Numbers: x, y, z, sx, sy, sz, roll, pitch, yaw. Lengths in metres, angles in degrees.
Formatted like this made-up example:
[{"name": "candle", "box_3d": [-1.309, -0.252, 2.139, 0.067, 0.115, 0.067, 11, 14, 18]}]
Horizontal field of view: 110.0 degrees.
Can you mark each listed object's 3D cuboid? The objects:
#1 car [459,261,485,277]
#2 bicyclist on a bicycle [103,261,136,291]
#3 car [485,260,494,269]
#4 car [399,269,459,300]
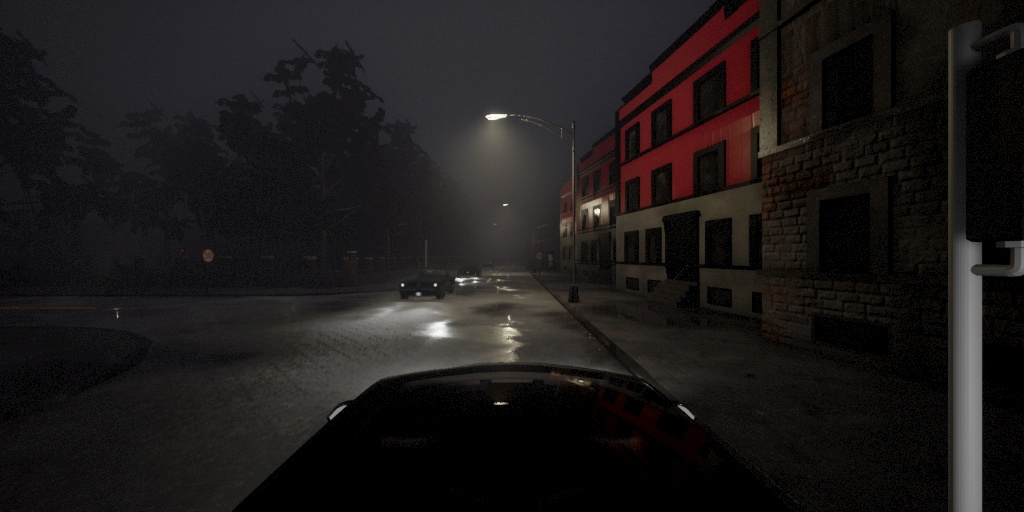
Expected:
[{"name": "car", "box_3d": [-4.024, 1.314, 34.662, 1.994, 1.385, 4.181, 0, 0, 0]}, {"name": "bicyclist on a bicycle", "box_3d": [-21.808, 1.099, 19.947, 0.582, 1.620, 1.656, 0, 0, 0]}, {"name": "car", "box_3d": [-3.914, 1.297, 58.626, 2.033, 1.411, 5.357, 0, 0, 1]}, {"name": "car", "box_3d": [-4.063, 1.351, 17.826, 1.895, 1.301, 4.718, 0, 0, 0]}]
